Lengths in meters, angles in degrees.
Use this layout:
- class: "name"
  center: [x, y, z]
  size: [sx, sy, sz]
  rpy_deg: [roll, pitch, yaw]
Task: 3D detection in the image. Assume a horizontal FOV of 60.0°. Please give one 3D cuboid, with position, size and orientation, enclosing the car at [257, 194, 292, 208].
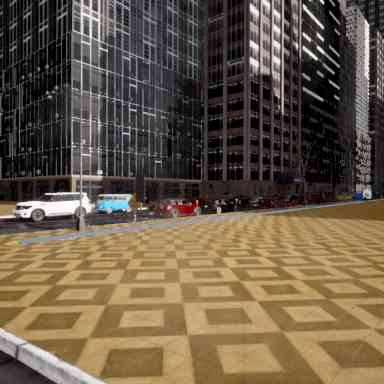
- class: "car"
  center: [9.938, 1.244, 40.094]
  size: [1.802, 1.307, 4.206]
  rpy_deg: [1, 1, 40]

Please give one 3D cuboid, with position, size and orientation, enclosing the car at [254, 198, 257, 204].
- class: "car"
  center: [10.842, 1.162, 45.229]
  size: [2.033, 1.411, 5.357]
  rpy_deg: [0, 1, 41]

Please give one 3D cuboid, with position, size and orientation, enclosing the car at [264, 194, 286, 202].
- class: "car"
  center: [14.656, 1.056, 58.530]
  size: [1.947, 1.339, 4.313]
  rpy_deg: [1, 1, 40]

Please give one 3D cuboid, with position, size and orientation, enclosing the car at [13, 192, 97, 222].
- class: "car"
  center: [-10.399, 1.059, 25.193]
  size: [2.150, 2.045, 5.566]
  rpy_deg: [0, 1, 40]

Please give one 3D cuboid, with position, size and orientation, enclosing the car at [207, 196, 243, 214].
- class: "car"
  center: [2.602, 1.320, 31.398]
  size: [1.947, 1.339, 4.313]
  rpy_deg: [1, 1, 40]

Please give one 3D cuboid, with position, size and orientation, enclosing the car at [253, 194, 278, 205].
- class: "car"
  center: [11.176, 1.096, 50.329]
  size: [1.812, 1.442, 4.674]
  rpy_deg: [0, 0, 41]

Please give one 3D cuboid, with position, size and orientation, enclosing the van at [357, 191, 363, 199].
- class: "van"
  center: [35.792, 0.683, 70.379]
  size: [1.690, 1.788, 3.998]
  rpy_deg: [1, 1, 40]

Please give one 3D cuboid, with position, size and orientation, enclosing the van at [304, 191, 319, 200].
- class: "van"
  center: [25.737, 0.694, 71.507]
  size: [1.690, 1.788, 3.998]
  rpy_deg: [1, 1, 40]

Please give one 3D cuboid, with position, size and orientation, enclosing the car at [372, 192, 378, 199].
- class: "car"
  center: [39.484, 0.847, 74.709]
  size: [2.008, 1.369, 4.403]
  rpy_deg: [1, 1, 40]

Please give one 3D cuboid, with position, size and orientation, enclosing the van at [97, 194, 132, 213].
- class: "van"
  center: [-7.594, 1.107, 32.645]
  size: [1.690, 1.788, 3.998]
  rpy_deg: [1, 1, 40]

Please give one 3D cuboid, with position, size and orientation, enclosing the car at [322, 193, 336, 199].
- class: "car"
  center: [33.123, 0.829, 80.165]
  size: [1.947, 1.339, 4.313]
  rpy_deg: [1, 1, 40]

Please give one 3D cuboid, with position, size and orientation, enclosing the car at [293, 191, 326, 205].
- class: "car"
  center: [17.325, 0.885, 48.744]
  size: [2.192, 1.841, 5.009]
  rpy_deg: [1, 1, 40]

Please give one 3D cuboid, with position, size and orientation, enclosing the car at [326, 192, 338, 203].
- class: "car"
  center: [21.019, 0.839, 53.070]
  size: [2.192, 1.841, 5.009]
  rpy_deg: [1, 1, 40]

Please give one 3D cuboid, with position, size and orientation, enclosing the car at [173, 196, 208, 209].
- class: "car"
  center: [-0.123, 1.219, 41.229]
  size: [1.887, 1.381, 4.507]
  rpy_deg: [1, 1, 40]

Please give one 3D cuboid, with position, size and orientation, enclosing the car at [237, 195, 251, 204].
- class: "car"
  center: [7.268, 1.148, 49.876]
  size: [1.947, 1.339, 4.313]
  rpy_deg: [1, 1, 40]

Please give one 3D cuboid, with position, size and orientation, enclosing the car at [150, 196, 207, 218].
- class: "car"
  center: [-1.047, 1.240, 27.033]
  size: [1.967, 1.590, 4.097]
  rpy_deg: [1, 1, 40]

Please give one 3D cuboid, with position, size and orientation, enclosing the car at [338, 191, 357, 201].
- class: "car"
  center: [28.515, 0.957, 61.856]
  size: [1.752, 1.417, 4.829]
  rpy_deg: [1, 1, 40]

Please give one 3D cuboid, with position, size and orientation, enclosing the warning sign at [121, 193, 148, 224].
- class: "warning sign"
  center: [-3.545, 0.977, 20.655]
  size: [1.300, 1.860, 1.060]
  rpy_deg: [0, 0, 40]
